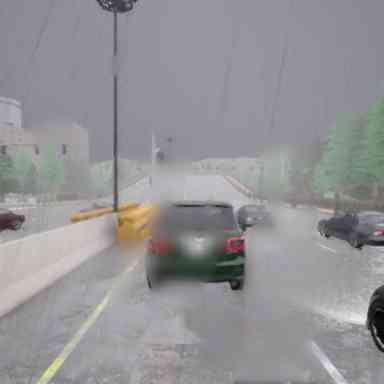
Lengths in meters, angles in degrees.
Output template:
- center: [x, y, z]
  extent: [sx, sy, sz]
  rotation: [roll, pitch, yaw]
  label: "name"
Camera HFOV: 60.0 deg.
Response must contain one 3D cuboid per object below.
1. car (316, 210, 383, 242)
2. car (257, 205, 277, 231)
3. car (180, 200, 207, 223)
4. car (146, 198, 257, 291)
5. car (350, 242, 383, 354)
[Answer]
- center: [7.092, 1.484, 14.081]
  extent: [2.033, 1.411, 5.357]
  rotation: [0, 0, 0]
  label: "car"
- center: [3.604, 1.459, 19.796]
  extent: [2.033, 1.411, 5.357]
  rotation: [0, 0, 0]
  label: "car"
- center: [0.105, 1.391, 24.825]
  extent: [1.837, 1.490, 4.892]
  rotation: [0, -1, 0]
  label: "car"
- center: [0.103, 1.180, 9.050]
  extent: [2.150, 2.045, 5.566]
  rotation: [0, 0, 0]
  label: "car"
- center: [3.600, 1.548, 3.323]
  extent: [1.994, 1.385, 4.181]
  rotation: [0, 0, 0]
  label: "car"
